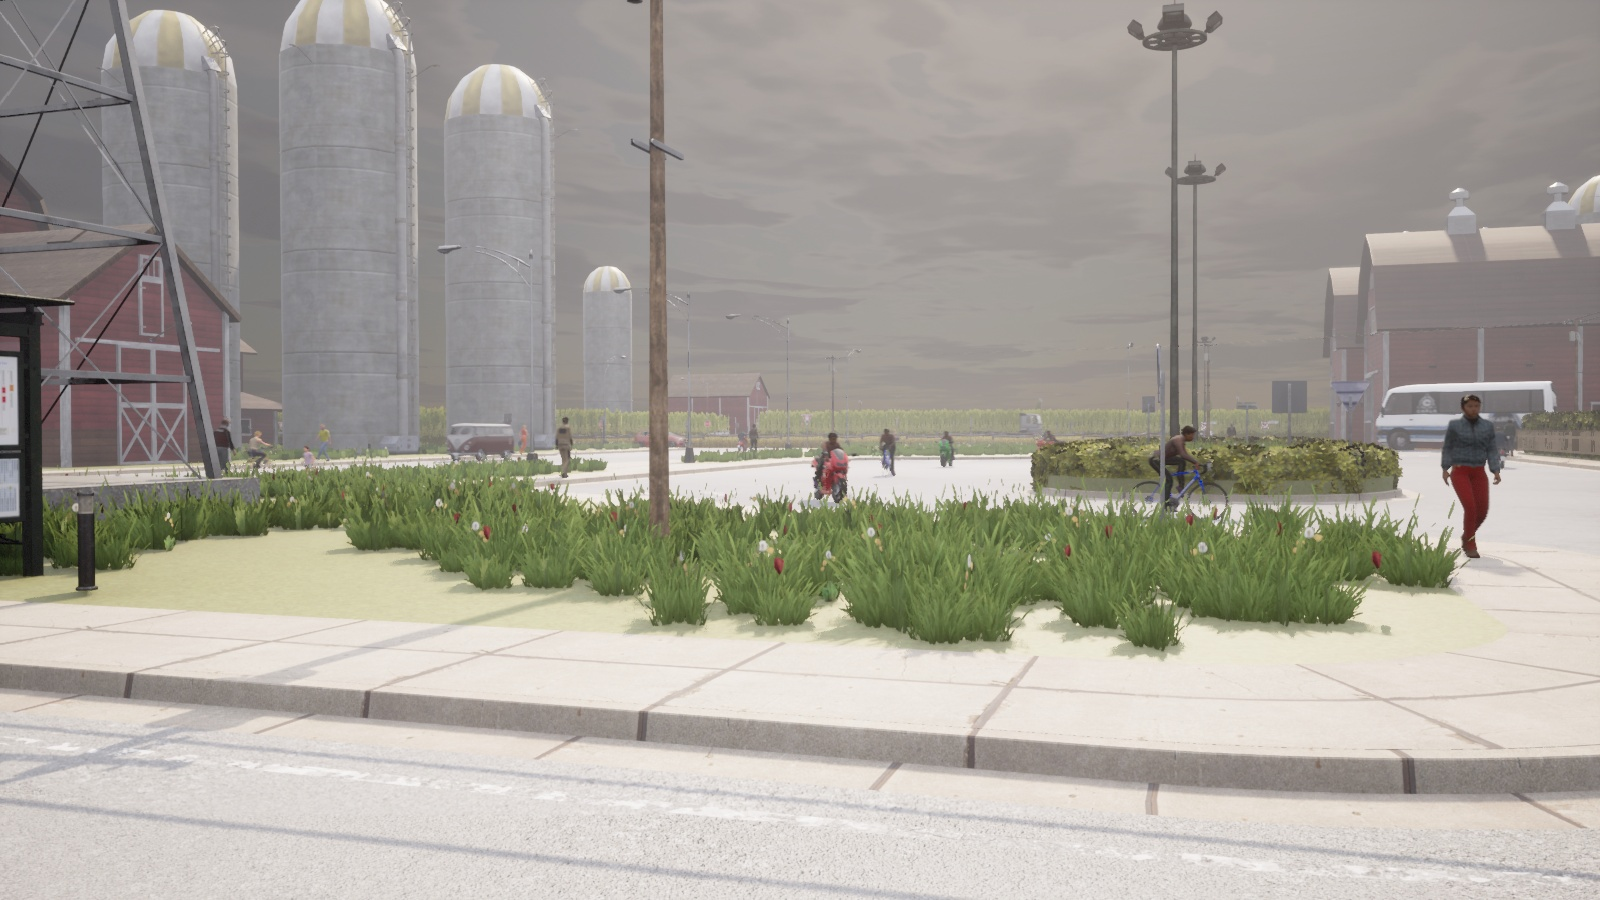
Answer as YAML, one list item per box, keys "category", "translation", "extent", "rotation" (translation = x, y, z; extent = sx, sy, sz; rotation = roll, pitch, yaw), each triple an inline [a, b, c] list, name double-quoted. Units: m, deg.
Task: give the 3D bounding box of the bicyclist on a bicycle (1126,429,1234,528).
- category: "bicyclist on a bicycle"
  translation: [6.484, 0.460, 21.448]
  extent: [1.656, 1.620, 0.582]
  rotation: [1, 1, 26]

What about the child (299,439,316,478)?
- category: "child"
  translation: [-13.957, 0.240, 35.610]
  extent: [0.255, 1.110, 0.394]
  rotation: [1, 1, 22]

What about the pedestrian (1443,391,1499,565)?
- category: "pedestrian"
  translation: [7.303, 0.290, 13.685]
  extent: [0.353, 1.847, 0.614]
  rotation: [0, 1, 11]

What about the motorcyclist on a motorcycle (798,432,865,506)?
- category: "motorcyclist on a motorcycle"
  translation: [0.654, 0.381, 26.870]
  extent: [0.797, 1.523, 2.044]
  rotation: [2, 0, -17]

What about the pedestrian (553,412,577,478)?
- category: "pedestrian"
  translation: [-6.963, -0.141, 37.215]
  extent: [0.396, 1.930, 0.692]
  rotation: [1, 1, 17]

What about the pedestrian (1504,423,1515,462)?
- category: "pedestrian"
  translation: [34.046, -0.356, 60.270]
  extent: [0.353, 1.847, 0.614]
  rotation: [1, 1, 18]

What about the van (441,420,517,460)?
- category: "van"
  translation: [-16.746, -0.535, 65.672]
  extent: [1.775, 1.987, 4.442]
  rotation: [1, 1, 18]

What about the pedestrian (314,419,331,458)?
- category: "pedestrian"
  translation: [-22.650, -0.557, 59.612]
  extent: [0.354, 1.836, 0.706]
  rotation: [1, 1, 25]

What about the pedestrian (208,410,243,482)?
- category: "pedestrian"
  translation: [-14.972, -0.098, 32.740]
  extent: [0.376, 1.854, 0.720]
  rotation: [1, 1, 32]

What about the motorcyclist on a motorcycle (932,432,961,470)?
- category: "motorcyclist on a motorcycle"
  translation: [6.018, 0.005, 51.609]
  extent: [0.797, 1.523, 2.044]
  rotation: [1, 1, 18]

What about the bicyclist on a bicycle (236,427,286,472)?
- category: "bicyclist on a bicycle"
  translation: [-19.499, -0.037, 45.444]
  extent: [0.866, 1.612, 1.509]
  rotation: [1, 1, 18]

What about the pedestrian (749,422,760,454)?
- category: "pedestrian"
  translation: [-2.583, -0.666, 71.102]
  extent: [0.328, 1.805, 0.869]
  rotation: [0, 1, 17]

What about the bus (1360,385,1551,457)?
- category: "bus"
  translation: [41.398, -1.754, 79.472]
  extent: [10.273, 4.253, 3.944]
  rotation: [0, -1, 35]

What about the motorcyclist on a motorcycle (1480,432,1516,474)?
- category: "motorcyclist on a motorcycle"
  translation: [26.984, 0.103, 48.571]
  extent: [0.866, 1.590, 1.817]
  rotation: [1, 1, 18]
